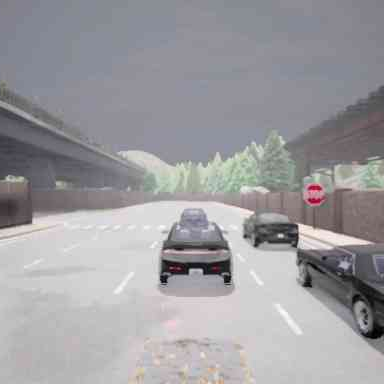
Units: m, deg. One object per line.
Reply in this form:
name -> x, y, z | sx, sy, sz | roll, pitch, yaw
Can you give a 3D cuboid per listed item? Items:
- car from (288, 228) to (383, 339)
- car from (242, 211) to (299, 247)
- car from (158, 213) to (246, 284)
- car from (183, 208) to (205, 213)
car -> 3.605, 1.675, 6.634 | 1.895, 1.301, 4.718 | 0, -1, 0
car -> 3.611, 1.654, 15.977 | 1.882, 1.535, 5.008 | 0, -1, 0
car -> 0.097, 1.602, 9.907 | 2.128, 1.511, 4.902 | 0, -1, 0
car -> 0.107, 1.789, 22.029 | 2.033, 1.411, 5.357 | 0, -1, 0
